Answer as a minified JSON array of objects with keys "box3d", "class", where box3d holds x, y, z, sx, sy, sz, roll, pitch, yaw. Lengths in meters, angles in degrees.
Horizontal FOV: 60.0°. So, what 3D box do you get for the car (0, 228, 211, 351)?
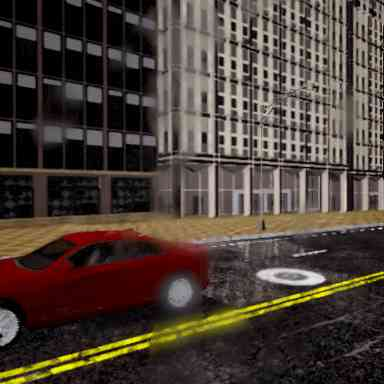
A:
[{"box3d":[-1.933,1.489,6.299,5.008,1.535,1.882,1,0,-35],"class":"car"}]
